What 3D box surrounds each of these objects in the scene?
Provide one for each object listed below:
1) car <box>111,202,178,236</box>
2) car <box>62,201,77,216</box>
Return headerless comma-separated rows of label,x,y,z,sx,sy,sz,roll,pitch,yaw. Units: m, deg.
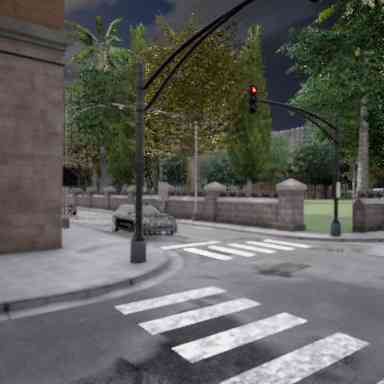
car,-2.652,1.383,17.990,2.097,1.767,4.553,0,0,-35
car,-12.516,1.590,31.972,1.994,1.385,4.181,0,0,-35
